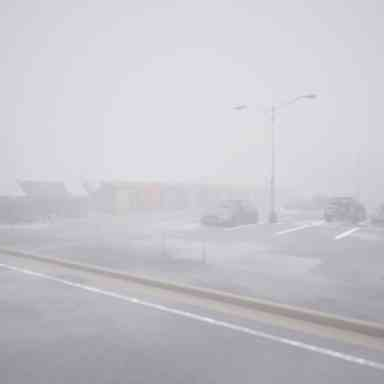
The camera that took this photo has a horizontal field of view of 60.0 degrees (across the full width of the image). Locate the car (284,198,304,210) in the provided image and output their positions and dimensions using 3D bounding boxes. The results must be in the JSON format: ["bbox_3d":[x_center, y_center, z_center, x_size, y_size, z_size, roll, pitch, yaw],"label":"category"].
[{"bbox_3d":[12.657,1.391,40.241,1.784,1.438,3.905,0,0,36],"label":"car"}]

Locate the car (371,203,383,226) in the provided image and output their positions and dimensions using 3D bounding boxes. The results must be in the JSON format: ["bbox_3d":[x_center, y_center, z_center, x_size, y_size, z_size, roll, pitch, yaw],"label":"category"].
[{"bbox_3d":[12.841,1.417,21.503,1.784,1.438,3.905,0,0,36],"label":"car"}]

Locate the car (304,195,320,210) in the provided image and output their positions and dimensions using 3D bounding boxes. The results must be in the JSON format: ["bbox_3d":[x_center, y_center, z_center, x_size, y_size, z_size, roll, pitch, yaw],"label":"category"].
[{"bbox_3d":[14.967,1.187,38.491,1.932,1.855,4.605,0,0,36],"label":"car"}]

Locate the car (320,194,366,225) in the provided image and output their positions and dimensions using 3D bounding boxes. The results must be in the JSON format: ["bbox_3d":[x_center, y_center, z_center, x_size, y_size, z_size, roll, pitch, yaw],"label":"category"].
[{"bbox_3d":[10.637,1.200,23.035,1.932,1.855,4.605,0,0,36],"label":"car"}]

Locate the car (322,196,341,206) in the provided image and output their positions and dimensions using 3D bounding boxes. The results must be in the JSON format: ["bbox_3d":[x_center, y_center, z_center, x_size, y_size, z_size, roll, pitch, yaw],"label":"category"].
[{"bbox_3d":[22.879,1.424,54.405,1.970,1.475,3.806,0,0,36],"label":"car"}]

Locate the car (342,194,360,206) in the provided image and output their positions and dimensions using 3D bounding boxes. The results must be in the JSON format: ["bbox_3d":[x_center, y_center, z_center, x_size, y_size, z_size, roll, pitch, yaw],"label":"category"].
[{"bbox_3d":[25.219,1.192,52.699,1.905,1.878,3.866,0,0,36],"label":"car"}]
